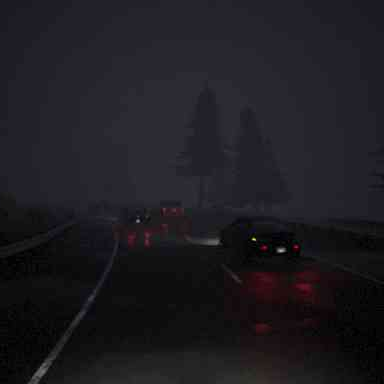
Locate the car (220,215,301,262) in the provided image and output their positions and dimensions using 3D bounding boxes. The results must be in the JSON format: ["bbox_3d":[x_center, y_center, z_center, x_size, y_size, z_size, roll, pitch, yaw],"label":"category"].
[{"bbox_3d":[2.343,1.580,12.269,1.812,1.442,4.674,0,0,-8],"label":"car"}]

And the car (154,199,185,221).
[{"bbox_3d":[-2.211,1.504,29.122,2.097,1.767,4.553,0,0,-20],"label":"car"}]

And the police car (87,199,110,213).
[{"bbox_3d":[-11.423,1.662,40.276,1.930,1.638,5.238,0,0,-29],"label":"police car"}]

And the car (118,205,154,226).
[{"bbox_3d":[-4.449,1.741,25.152,1.895,1.301,4.718,0,0,-18],"label":"car"}]
